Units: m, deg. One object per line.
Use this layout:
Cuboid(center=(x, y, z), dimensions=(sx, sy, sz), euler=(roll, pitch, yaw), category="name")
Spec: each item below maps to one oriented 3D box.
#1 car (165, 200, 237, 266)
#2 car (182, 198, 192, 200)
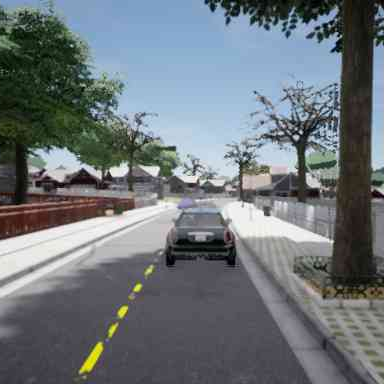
Cuboid(center=(0.334, 1.329, 11.608), dimensions=(2.097, 1.767, 4.553), euler=(0, 0, 2), category="car")
Cuboid(center=(-0.581, 1.490, 40.375), dimensions=(1.812, 1.442, 4.674), euler=(0, 0, 6), category="car")
